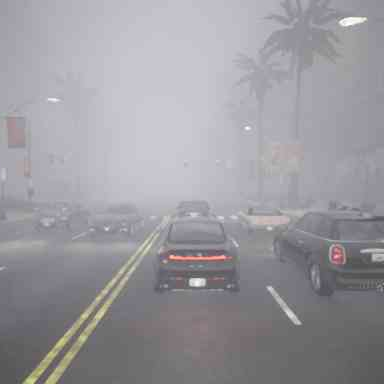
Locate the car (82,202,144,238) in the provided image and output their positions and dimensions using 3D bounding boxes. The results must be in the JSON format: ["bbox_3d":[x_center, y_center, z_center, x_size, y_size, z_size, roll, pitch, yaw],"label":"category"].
[{"bbox_3d":[-3.541,1.294,16.333,1.837,1.490,4.892,0,0,0],"label":"car"}]

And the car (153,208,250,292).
[{"bbox_3d":[0.094,1.392,8.573,1.837,1.490,4.892,0,1,0],"label":"car"}]

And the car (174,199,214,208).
[{"bbox_3d":[0.084,1.121,17.680,2.097,1.767,4.553,0,1,0],"label":"car"}]

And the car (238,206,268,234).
[{"bbox_3d":[3.585,1.372,17.541,1.895,1.301,4.718,0,1,0],"label":"car"}]

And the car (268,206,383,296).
[{"bbox_3d":[3.592,1.241,8.487,2.097,1.767,4.553,0,1,0],"label":"car"}]

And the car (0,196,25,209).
[{"bbox_3d":[-19.497,1.087,35.390,5.357,1.411,2.033,0,1,1],"label":"car"}]

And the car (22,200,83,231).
[{"bbox_3d":[-7.017,1.273,18.527,2.128,1.511,4.902,0,1,0],"label":"car"}]
